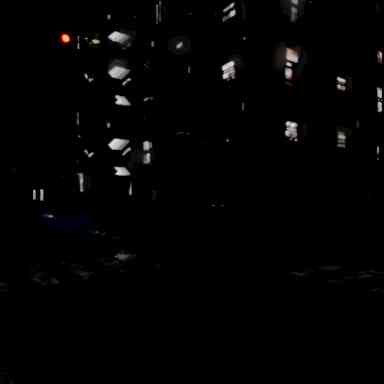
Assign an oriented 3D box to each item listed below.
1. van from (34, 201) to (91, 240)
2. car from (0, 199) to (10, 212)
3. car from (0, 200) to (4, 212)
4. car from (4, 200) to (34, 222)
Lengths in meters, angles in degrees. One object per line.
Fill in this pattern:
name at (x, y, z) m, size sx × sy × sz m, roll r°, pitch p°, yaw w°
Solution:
van at (-6.482, 1.353, 16.770) m, size 1.690 × 1.788 × 3.998 m, roll 0°, pitch 0°, yaw -36°
car at (-23.106, 1.582, 39.681) m, size 1.887 × 1.381 × 4.507 m, roll 0°, pitch 0°, yaw -36°
car at (-19.782, 1.573, 35.099) m, size 1.887 × 1.381 × 4.507 m, roll 0°, pitch 0°, yaw -36°
car at (-13.233, 1.541, 26.072) m, size 1.752 × 1.417 × 4.829 m, roll 0°, pitch 0°, yaw -36°
